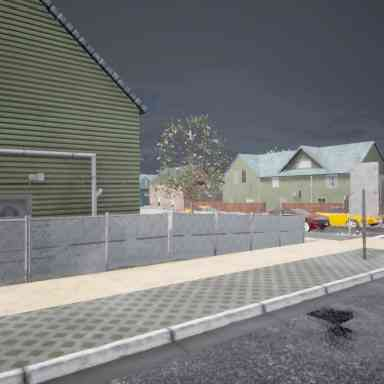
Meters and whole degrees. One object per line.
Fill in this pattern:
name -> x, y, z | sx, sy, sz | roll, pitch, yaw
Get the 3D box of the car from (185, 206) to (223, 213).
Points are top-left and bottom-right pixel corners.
car -> 1.291, 2.042, 30.797 | 1.882, 1.535, 5.008 | -1, -1, -36

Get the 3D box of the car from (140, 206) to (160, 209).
car -> -4.979, 2.345, 39.569 | 1.812, 1.442, 4.674 | -1, -1, -35

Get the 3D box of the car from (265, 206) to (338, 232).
car -> 6.963, 1.810, 22.856 | 1.882, 1.535, 5.008 | -1, -1, -36

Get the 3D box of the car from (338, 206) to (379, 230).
car -> 10.293, 1.729, 23.276 | 1.882, 1.535, 5.008 | -1, -1, -36
